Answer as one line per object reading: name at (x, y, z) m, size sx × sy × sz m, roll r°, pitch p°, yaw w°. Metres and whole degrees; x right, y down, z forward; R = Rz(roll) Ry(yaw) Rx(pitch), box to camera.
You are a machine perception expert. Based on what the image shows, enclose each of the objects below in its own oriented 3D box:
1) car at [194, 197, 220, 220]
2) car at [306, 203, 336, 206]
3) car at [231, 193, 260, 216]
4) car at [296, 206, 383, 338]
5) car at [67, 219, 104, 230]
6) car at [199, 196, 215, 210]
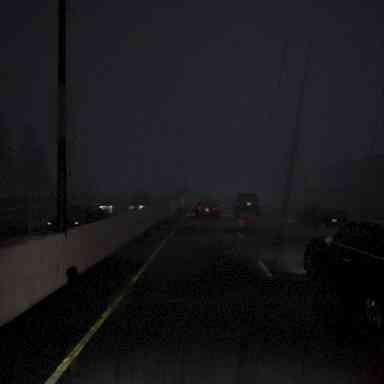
car at (1.243, 1.392, 27.285) m, size 2.163 × 1.488 × 4.792 m, roll 0°, pitch 0°, yaw 3°
car at (7.963, 1.412, 20.800) m, size 1.882 × 1.535 × 5.008 m, roll 0°, pitch 0°, yaw 3°
car at (4.898, 1.106, 30.673) m, size 2.150 × 2.045 × 5.566 m, roll 0°, pitch 0°, yaw 3°
car at (3.885, 1.334, 6.724) m, size 2.097 × 1.767 × 4.553 m, roll 0°, pitch 0°, yaw 2°
car at (-6.328, 1.449, 19.128) m, size 2.033 × 1.411 × 5.357 m, roll 0°, pitch 0°, yaw 3°
car at (1.888, 1.306, 42.016) m, size 1.882 × 1.535 × 5.008 m, roll 0°, pitch 0°, yaw 3°
